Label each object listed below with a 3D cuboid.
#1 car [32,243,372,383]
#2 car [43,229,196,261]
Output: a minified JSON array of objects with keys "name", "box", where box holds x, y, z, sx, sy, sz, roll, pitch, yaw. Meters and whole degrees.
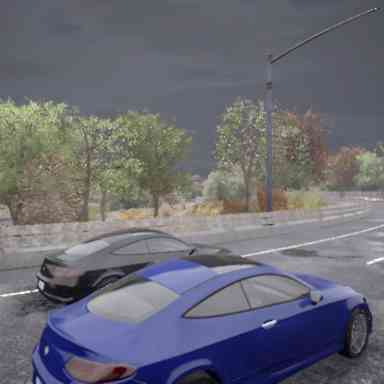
[{"name":"car","box":[0.504,1.557,4.336,4.674,1.442,1.812,0,0,-37]},{"name":"car","box":[-0.981,1.574,7.604,4.674,1.442,1.812,0,0,-38]}]
